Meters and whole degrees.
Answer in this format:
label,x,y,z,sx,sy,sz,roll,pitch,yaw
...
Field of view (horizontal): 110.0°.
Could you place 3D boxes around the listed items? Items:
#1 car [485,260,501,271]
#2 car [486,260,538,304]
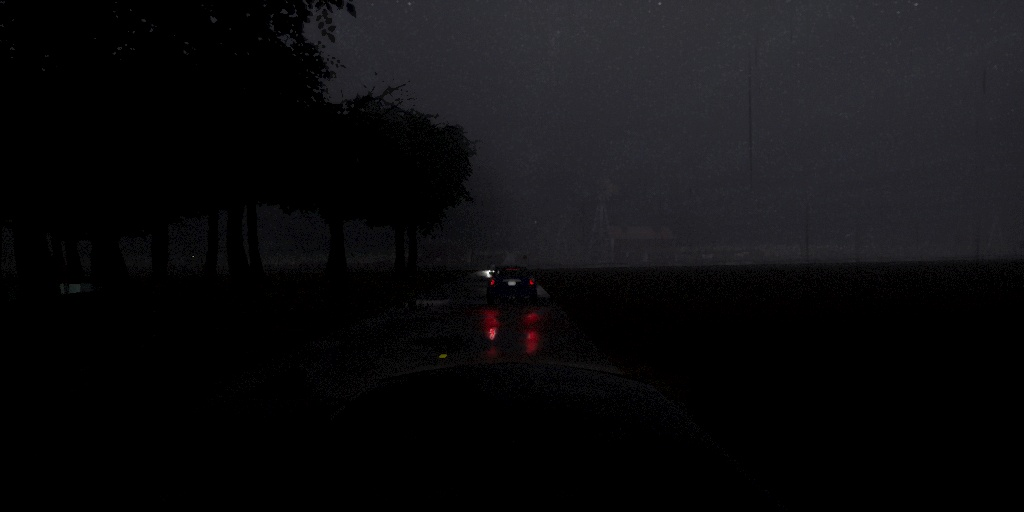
label,x,y,z,sx,sy,sz,roll,pitch,yaw
car,-2.750,1.361,53.510,2.128,1.511,4.902,0,0,0
car,0.000,1.119,16.473,2.097,1.767,4.553,0,0,0
